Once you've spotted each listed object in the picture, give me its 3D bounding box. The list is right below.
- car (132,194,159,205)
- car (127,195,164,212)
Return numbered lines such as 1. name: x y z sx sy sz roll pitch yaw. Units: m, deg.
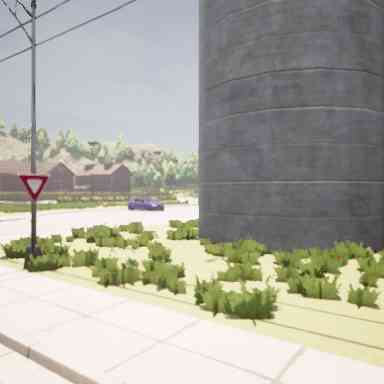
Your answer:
1. car: -8.199 1.243 57.956 4.605 1.855 1.932 0 0 35
2. car: -5.383 1.435 38.872 4.611 1.667 2.242 0 0 35
